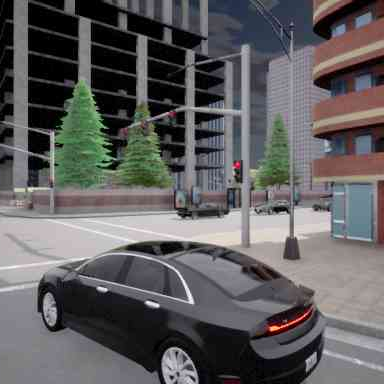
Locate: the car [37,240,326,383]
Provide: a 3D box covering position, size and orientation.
[{"bbox_3d":[-0.585,1.505,5.050,4.892,1.490,1.837,0,0,41],"label":"car"}]

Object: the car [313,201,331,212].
[{"bbox_3d":[16.675,1.407,40.284,4.553,1.767,2.097,0,0,-35],"label":"car"}]

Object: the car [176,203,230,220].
[{"bbox_3d":[0.987,1.656,29.111,4.718,1.301,1.895,0,0,-36],"label":"car"}]

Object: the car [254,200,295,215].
[{"bbox_3d":[8.579,1.547,34.530,4.902,1.511,2.128,0,0,-35],"label":"car"}]
